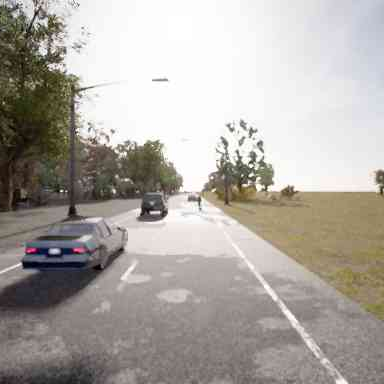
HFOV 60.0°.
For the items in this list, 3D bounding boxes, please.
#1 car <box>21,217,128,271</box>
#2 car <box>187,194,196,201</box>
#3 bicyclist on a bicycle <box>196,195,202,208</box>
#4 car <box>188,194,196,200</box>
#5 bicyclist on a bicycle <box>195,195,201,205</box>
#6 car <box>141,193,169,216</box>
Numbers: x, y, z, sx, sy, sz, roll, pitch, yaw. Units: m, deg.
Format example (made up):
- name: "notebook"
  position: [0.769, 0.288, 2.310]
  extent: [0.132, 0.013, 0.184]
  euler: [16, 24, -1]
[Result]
- name: "car"
  position: [-3.408, 1.503, 10.728]
  extent: [2.033, 1.411, 5.357]
  euler: [0, 0, 0]
- name: "car"
  position: [-0.001, 1.255, 70.956]
  extent: [2.033, 1.411, 5.357]
  euler: [0, 0, 0]
- name: "bicyclist on a bicycle"
  position: [0.961, 1.287, 41.140]
  extent: [0.582, 1.620, 1.656]
  euler: [0, 0, 0]
- name: "car"
  position: [-0.001, 1.143, 81.482]
  extent: [1.837, 1.490, 4.892]
  euler: [0, 0, 0]
- name: "bicyclist on a bicycle"
  position: [0.969, 1.231, 51.093]
  extent: [0.866, 1.612, 1.509]
  euler: [0, 0, 0]
- name: "car"
  position: [-3.403, 1.096, 31.118]
  extent: [2.150, 2.045, 5.566]
  euler: [0, 0, 0]
